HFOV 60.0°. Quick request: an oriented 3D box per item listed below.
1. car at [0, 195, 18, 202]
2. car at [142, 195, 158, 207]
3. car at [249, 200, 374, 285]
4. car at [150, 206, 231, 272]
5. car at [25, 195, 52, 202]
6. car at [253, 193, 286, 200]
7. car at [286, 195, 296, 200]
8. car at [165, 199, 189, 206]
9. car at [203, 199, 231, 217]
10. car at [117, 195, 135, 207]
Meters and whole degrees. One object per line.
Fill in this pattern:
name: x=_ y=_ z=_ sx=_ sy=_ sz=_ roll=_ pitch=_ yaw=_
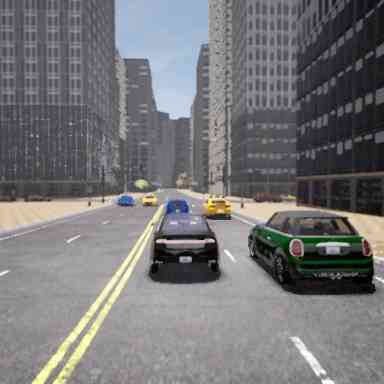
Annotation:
car: x=-31.481 y=1.072 z=55.720 sx=4.206 sy=1.307 sz=1.802 roll=0 pitch=1 yaw=-2
car: x=-5.674 y=1.165 z=45.213 sx=1.882 sy=1.535 sz=5.008 roll=0 pitch=0 yaw=-3
car: x=3.027 y=1.282 z=9.441 sx=2.097 sy=1.767 sz=4.553 roll=0 pitch=1 yaw=-2
car: x=-0.262 y=1.420 z=10.523 sx=2.128 sy=1.511 sz=4.902 roll=0 pitch=0 yaw=-3
car: x=-25.799 y=1.093 z=55.930 sx=4.313 sy=1.339 sz=1.947 roll=0 pitch=1 yaw=-2
car: x=13.089 y=1.083 z=57.752 sx=5.009 sy=1.841 sz=2.192 roll=0 pitch=1 yaw=-2
car: x=18.188 y=1.134 z=66.362 sx=4.829 sy=1.417 sz=1.752 roll=0 pitch=1 yaw=-2
car: x=-1.225 y=1.287 z=27.697 sx=1.882 sy=1.535 sz=5.008 roll=0 pitch=0 yaw=-3
car: x=2.028 y=1.279 z=27.729 sx=1.882 sy=1.535 sz=5.008 roll=0 pitch=0 yaw=-3
car: x=-8.931 y=1.172 z=45.276 sx=1.882 sy=1.535 sz=5.008 roll=0 pitch=0 yaw=-3
